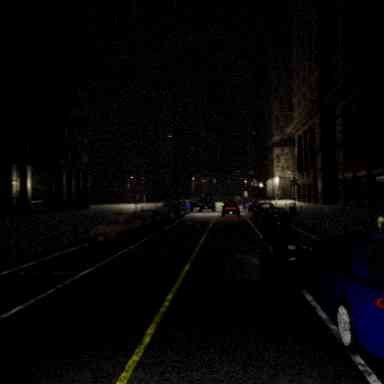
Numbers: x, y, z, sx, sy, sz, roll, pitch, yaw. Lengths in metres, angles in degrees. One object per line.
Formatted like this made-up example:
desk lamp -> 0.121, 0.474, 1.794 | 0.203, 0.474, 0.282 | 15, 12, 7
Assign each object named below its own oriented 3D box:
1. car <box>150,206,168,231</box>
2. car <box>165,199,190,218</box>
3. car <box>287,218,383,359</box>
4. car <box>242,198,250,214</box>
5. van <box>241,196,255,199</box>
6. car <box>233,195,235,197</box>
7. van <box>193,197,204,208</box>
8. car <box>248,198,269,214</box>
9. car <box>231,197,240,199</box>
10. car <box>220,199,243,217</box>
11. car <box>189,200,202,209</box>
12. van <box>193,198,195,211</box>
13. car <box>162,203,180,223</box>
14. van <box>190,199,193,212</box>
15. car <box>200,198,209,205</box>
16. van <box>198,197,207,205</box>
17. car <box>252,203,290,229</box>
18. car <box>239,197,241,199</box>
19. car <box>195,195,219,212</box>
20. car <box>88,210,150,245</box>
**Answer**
car -> -3.113, 1.874, 22.810 | 1.802, 1.307, 4.206 | -2, -1, 6
car -> -1.891, 1.687, 34.100 | 2.192, 1.841, 5.009 | -2, -1, 6
car -> 3.232, 1.459, 6.059 | 1.882, 1.535, 5.008 | -1, -1, 6
car -> 7.203, 1.753, 38.831 | 2.008, 1.369, 4.403 | -2, -1, 6
van -> 7.811, 1.584, 44.477 | 1.690, 1.788, 3.998 | -2, -1, 6
car -> 11.496, 1.808, 78.341 | 2.192, 1.841, 5.009 | -2, -1, 6
van -> 1.180, 1.917, 62.320 | 1.690, 1.788, 3.998 | -2, -1, 6
car -> 5.971, 1.562, 27.543 | 1.967, 1.590, 4.097 | -2, -1, 6
car -> 5.043, 1.813, 44.334 | 1.837, 1.490, 4.892 | -1, 0, 7
car -> 3.979, 1.738, 34.120 | 1.837, 1.490, 4.892 | -1, -1, 7
car -> 0.572, 2.116, 56.673 | 1.802, 1.307, 4.206 | -2, -1, 6
van -> -0.662, 1.793, 45.388 | 1.690, 1.788, 3.998 | -2, -1, 6
car -> -2.499, 1.914, 28.454 | 1.802, 1.307, 4.206 | -2, -1, 6
van -> -1.276, 1.753, 39.744 | 1.690, 1.788, 3.998 | -2, -1, 6
car -> 3.009, 2.226, 79.081 | 1.752, 1.417, 4.829 | -2, -1, 6
van -> 2.409, 2.001, 73.608 | 1.690, 1.788, 3.998 | -2, -1, 6
car -> 5.360, 1.633, 21.898 | 2.008, 1.369, 4.403 | -2, -1, 6
car -> 8.431, 1.828, 50.119 | 1.887, 1.381, 4.507 | -2, -1, 6
car -> 2.044, 1.588, 44.760 | 2.150, 2.045, 5.566 | -1, -1, 6
car -> -3.747, 1.777, 16.997 | 1.752, 1.417, 4.829 | -2, -1, 6
